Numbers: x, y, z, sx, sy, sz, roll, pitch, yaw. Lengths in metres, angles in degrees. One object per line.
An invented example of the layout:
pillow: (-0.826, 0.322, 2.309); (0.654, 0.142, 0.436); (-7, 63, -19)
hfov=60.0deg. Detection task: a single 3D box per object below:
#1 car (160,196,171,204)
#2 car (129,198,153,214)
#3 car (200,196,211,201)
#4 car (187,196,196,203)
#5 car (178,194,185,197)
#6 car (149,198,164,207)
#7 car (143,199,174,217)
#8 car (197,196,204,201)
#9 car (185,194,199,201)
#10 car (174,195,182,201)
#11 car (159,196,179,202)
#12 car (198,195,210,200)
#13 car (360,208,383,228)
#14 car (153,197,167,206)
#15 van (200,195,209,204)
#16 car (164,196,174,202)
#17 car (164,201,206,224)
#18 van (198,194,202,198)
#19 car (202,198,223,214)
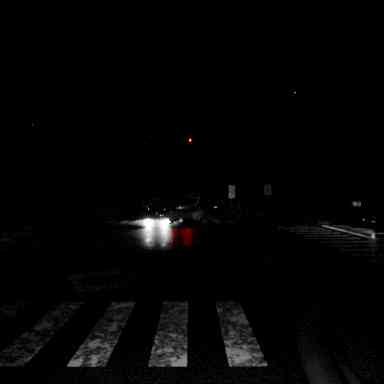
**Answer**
car: (-5.526, 1.548, 69.176); (1.967, 1.590, 4.097); (0, 0, 0)
car: (-5.625, 1.478, 36.112); (1.967, 1.590, 4.097); (0, 0, 0)
car: (2.433, 1.639, 47.109); (1.802, 1.307, 4.206); (0, 0, 0)
car: (-0.116, 1.675, 74.015); (1.994, 1.385, 4.181); (0, 0, 0)
car: (-2.962, 1.581, 62.009); (2.128, 1.511, 4.902); (0, 0, 1)
car: (-5.576, 1.650, 52.643); (1.802, 1.307, 4.206); (0, 0, 0)
car: (-3.119, 1.633, 31.989); (1.895, 1.301, 4.718); (0, 0, 1)
car: (2.152, 1.693, 90.056); (1.812, 1.442, 4.674); (0, 0, 0)
car: (-0.051, 1.585, 63.859); (2.128, 1.511, 4.902); (0, 0, 0)
car: (-3.036, 1.630, 51.929); (1.994, 1.385, 4.181); (0, 0, 0)
car: (-3.066, 1.612, 41.944); (1.994, 1.385, 4.181); (0, 0, 1)
car: (2.449, 1.634, 52.620); (1.947, 1.339, 4.313); (0, 0, 0)
car: (13.058, 1.456, 20.587); (4.892, 1.490, 1.837); (0, 0, 0)
car: (-5.559, 1.631, 58.154); (2.008, 1.369, 4.403); (0, 0, 0)
van: (2.498, 1.449, 69.152); (1.690, 1.788, 3.998); (0, 0, 0)
car: (-5.493, 1.690, 80.197); (2.008, 1.369, 4.403); (0, 0, 0)
car: (-0.393, 1.621, 24.708); (1.895, 1.301, 4.718); (0, 0, 10)
van: (2.466, 1.421, 58.130); (1.690, 1.788, 3.998); (0, 0, 0)
car: (2.399, 1.604, 36.087); (1.947, 1.339, 4.313); (0, 0, 0)
